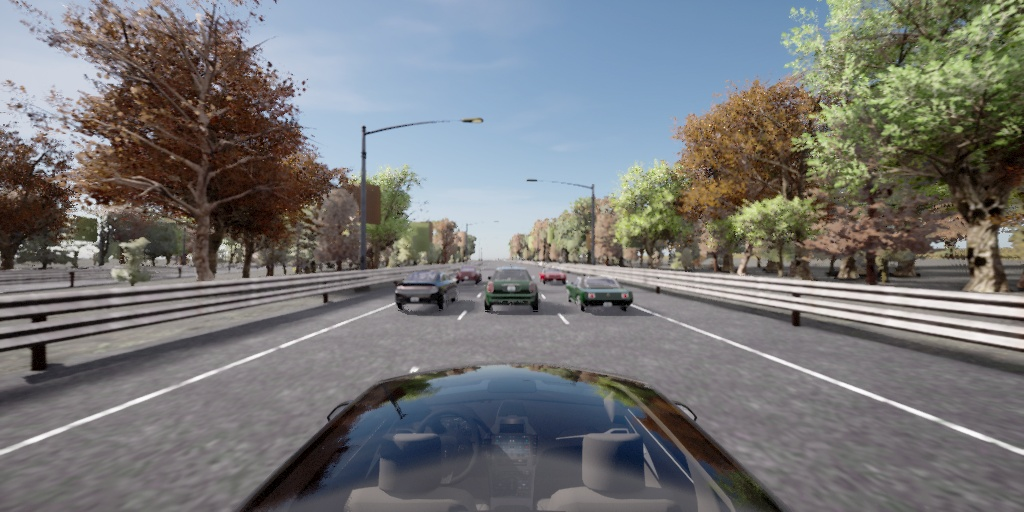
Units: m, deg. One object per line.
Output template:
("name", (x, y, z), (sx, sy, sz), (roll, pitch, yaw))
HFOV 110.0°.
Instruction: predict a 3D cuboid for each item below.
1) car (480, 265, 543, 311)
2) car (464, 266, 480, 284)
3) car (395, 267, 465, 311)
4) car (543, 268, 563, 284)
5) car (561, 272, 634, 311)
("car", (-0.020, 1.249, 15.374), (2.097, 1.767, 4.553), (0, -1, 0))
("car", (-3.649, 1.585, 30.818), (1.812, 1.442, 4.674), (0, 0, 0))
("car", (-3.521, 1.391, 15.429), (2.128, 1.511, 4.902), (0, 0, 0))
("car", (3.351, 1.655, 30.271), (1.895, 1.301, 4.718), (0, -1, 0))
("car", (3.477, 1.498, 15.214), (1.895, 1.301, 4.718), (0, -1, 0))
